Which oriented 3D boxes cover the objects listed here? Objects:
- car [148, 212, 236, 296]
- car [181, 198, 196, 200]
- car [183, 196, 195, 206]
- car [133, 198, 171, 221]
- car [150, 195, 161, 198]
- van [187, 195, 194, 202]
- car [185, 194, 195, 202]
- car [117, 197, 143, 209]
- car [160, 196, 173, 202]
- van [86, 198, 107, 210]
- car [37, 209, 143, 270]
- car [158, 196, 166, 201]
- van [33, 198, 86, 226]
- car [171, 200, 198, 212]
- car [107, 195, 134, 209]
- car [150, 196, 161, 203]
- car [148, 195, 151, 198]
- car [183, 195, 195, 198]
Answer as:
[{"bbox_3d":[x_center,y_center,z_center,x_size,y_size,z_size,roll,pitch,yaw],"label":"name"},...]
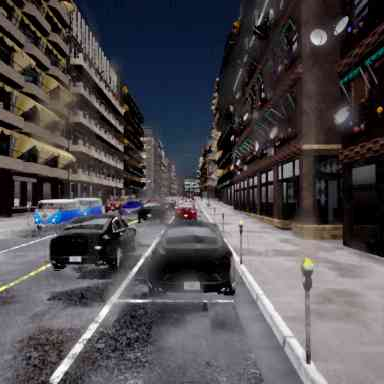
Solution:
[{"bbox_3d":[0.000,1.509,8.653,1.837,1.490,4.892,0,0,0],"label":"car"},{"bbox_3d":[-0.437,1.583,31.754,1.887,1.381,4.507,1,0,0],"label":"car"},{"bbox_3d":[-0.471,1.553,59.411,1.967,1.590,4.097,1,0,0],"label":"car"},{"bbox_3d":[-2.940,1.503,25.587,1.882,1.535,5.008,0,0,0],"label":"car"},{"bbox_3d":[-8.315,1.471,70.528,2.192,1.841,5.009,1,0,0],"label":"car"},{"bbox_3d":[-0.471,1.576,87.068,1.690,1.788,3.998,1,0,0],"label":"van"},{"bbox_3d":[-0.470,1.521,81.536,2.192,1.841,5.009,1,0,0],"label":"car"},{"bbox_3d":[-5.860,1.567,33.225,1.812,1.442,4.674,0,0,0],"label":"car"},{"bbox_3d":[-2.934,1.627,42.540,1.994,1.385,4.181,0,0,0],"label":"car"},{"bbox_3d":[-8.313,1.368,26.285,1.690,1.788,3.998,1,0,0],"label":"van"},{"bbox_3d":[-3.020,1.510,11.033,1.837,1.490,4.892,0,-1,0],"label":"car"},{"bbox_3d":[-8.323,1.847,92.652,1.802,1.307,4.206,1,0,0],"label":"car"},{"bbox_3d":[-8.312,1.359,20.753,1.690,1.788,3.998,2,0,0],"label":"van"},{"bbox_3d":[-0.437,1.572,26.224,1.887,1.381,4.507,1,0,0],"label":"car"},{"bbox_3d":[-8.313,1.366,37.346,2.192,1.841,5.009,1,0,0],"label":"car"},{"bbox_3d":[-8.321,1.725,76.059,1.887,1.381,4.507,1,0,0],"label":"car"},{"bbox_3d":[-8.320,1.660,53.938,1.947,1.339,4.313,1,0,0],"label":"car"},{"bbox_3d":[-0.428,1.490,37.286,1.967,1.590,4.097,1,0,0],"label":"car"}]
